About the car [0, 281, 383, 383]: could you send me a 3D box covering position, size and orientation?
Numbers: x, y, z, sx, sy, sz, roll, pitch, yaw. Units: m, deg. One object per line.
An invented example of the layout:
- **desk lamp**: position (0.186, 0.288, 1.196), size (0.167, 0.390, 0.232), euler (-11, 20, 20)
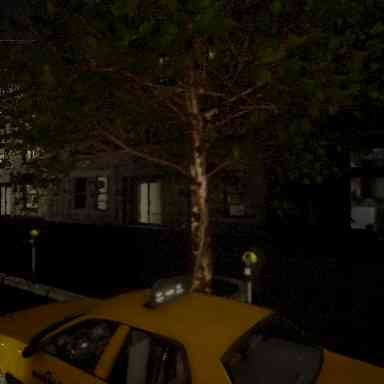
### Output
- **car**: position (-0.438, 1.545, 3.184), size (4.829, 1.417, 1.752), euler (-1, 0, 36)
